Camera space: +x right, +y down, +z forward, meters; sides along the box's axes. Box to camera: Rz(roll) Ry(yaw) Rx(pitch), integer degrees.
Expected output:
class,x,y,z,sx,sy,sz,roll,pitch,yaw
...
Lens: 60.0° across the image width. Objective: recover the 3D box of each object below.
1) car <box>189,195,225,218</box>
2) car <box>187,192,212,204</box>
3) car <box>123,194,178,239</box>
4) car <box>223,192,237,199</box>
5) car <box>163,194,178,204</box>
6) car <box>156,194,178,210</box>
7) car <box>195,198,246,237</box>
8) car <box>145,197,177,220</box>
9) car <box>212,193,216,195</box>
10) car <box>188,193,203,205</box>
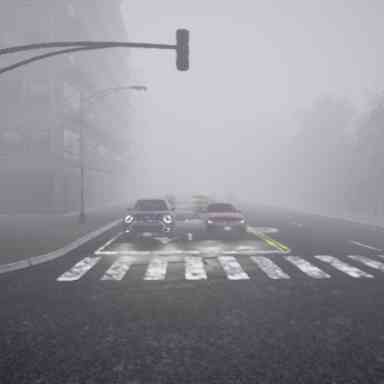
class,x,y,z,sx,sy,sz,roll,pitch,yaw
car,1.043,1.167,25.190,1.994,1.385,4.181,0,1,-1
car,0.682,0.951,35.138,1.882,1.535,5.008,0,1,-1
car,-1.864,1.080,15.520,2.097,1.767,4.553,0,1,-2
car,6.459,0.671,57.342,1.882,1.535,5.008,0,1,-2
car,-2.918,0.938,45.512,1.895,1.301,4.718,0,1,-2
car,-2.572,1.018,35.232,2.033,1.411,5.357,0,1,-2
car,1.367,1.243,16.445,1.812,1.442,4.674,0,1,-4
car,-2.208,1.151,24.945,2.033,1.411,5.357,0,1,-2
car,3.215,0.794,57.154,1.895,1.301,4.718,0,1,-2
car,0.369,0.850,45.089,1.837,1.490,4.892,0,1,-2
